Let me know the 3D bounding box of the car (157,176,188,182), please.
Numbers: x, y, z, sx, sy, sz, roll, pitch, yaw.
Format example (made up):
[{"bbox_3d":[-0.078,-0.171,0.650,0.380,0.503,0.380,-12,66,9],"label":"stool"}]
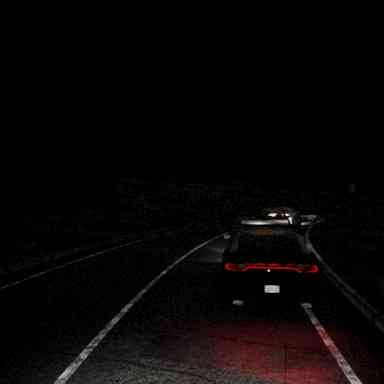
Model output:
[{"bbox_3d":[-3.941,-2.150,60.236,4.892,1.521,2.231,2,-5,-30],"label":"car"}]

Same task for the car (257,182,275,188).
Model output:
[{"bbox_3d":[14.921,-1.370,71.795,4.553,1.767,2.185,3,-5,-33],"label":"car"}]

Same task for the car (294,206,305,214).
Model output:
[{"bbox_3d":[6.262,1.702,22.654,1.812,1.442,4.674,-2,-2,25],"label":"car"}]

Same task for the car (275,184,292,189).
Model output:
[{"bbox_3d":[19.630,-0.953,75.034,4.792,1.488,2.163,3,-6,-35],"label":"car"}]

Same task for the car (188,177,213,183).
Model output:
[{"bbox_3d":[0.848,-1.951,62.975,4.892,1.521,2.231,2,-5,-30],"label":"car"}]

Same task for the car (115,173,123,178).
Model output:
[{"bbox_3d":[-13.441,-2.643,54.830,4.553,1.767,2.185,2,-5,-30],"label":"car"}]

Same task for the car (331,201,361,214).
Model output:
[{"bbox_3d":[19.314,1.881,41.752,4.553,1.767,2.097,1,-4,-41],"label":"car"}]

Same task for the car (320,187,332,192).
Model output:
[{"bbox_3d":[32.856,-0.281,85.002,4.553,1.767,2.185,4,-6,-38],"label":"car"}]

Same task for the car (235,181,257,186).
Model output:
[{"bbox_3d":[10.307,-1.490,68.757,5.008,1.535,2.097,3,-5,-32],"label":"car"}]

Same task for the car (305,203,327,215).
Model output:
[{"bbox_3d":[15.463,2.171,42.722,5.008,1.535,1.882,1,-4,-43],"label":"car"}]

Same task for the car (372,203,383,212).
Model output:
[{"bbox_3d":[28.380,2.231,48.638,4.181,1.385,1.994,0,-4,-29],"label":"car"}]

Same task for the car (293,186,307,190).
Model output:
[{"bbox_3d":[24.106,-0.683,78.252,4.674,1.452,2.002,3,-6,-36],"label":"car"}]

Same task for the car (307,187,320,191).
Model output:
[{"bbox_3d":[28.434,-0.457,81.509,4.892,1.521,2.231,3,-6,-37],"label":"car"}]

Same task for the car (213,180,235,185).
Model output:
[{"bbox_3d":[5.608,-1.687,65.813,4.674,1.452,2.002,3,-5,-31],"label":"car"}]

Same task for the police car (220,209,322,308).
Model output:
[{"bbox_3d":[1.783,1.454,8.192,1.930,1.638,5.238,-1,0,10],"label":"police car"}]

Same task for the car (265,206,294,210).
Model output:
[{"bbox_3d":[4.182,1.567,17.520,1.801,1.575,5.366,-2,-1,19],"label":"car"}]
